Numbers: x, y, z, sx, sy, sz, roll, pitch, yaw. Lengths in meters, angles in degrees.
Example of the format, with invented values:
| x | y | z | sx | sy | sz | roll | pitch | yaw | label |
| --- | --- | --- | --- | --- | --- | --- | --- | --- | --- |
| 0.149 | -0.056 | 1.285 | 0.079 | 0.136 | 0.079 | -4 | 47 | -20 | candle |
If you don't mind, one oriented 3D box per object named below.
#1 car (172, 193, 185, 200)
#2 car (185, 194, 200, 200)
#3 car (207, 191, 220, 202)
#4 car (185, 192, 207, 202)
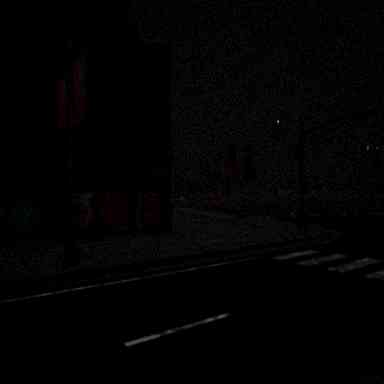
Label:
| x | y | z | sx | sy | sz | roll | pitch | yaw | label |
| --- | --- | --- | --- | --- | --- | --- | --- | --- | --- |
| -3.025 | 1.056 | 75.338 | 1.837 | 1.490 | 4.892 | 0 | 0 | -21 | car |
| -0.006 | 1.127 | 76.543 | 1.895 | 1.301 | 4.718 | 0 | 0 | -21 | car |
| 3.753 | 0.878 | 66.867 | 2.150 | 2.045 | 5.566 | 0 | 0 | -21 | car |
| 0.736 | 1.186 | 65.664 | 1.837 | 1.490 | 4.892 | 0 | 0 | -21 | car |
